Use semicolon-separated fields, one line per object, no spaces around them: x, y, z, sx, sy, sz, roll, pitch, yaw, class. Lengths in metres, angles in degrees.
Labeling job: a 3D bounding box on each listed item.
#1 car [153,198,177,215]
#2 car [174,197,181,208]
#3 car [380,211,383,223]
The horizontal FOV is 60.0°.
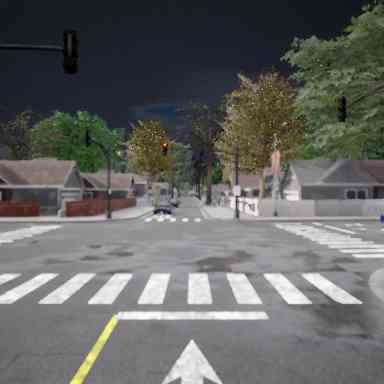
-3.089;1.706;36.364;2.033;1.411;5.357;0;0;0;car
-3.095;1.709;51.364;1.882;1.535;5.008;0;0;0;car
14.338;1.198;19.811;5.566;2.045;2.150;-1;0;0;car
